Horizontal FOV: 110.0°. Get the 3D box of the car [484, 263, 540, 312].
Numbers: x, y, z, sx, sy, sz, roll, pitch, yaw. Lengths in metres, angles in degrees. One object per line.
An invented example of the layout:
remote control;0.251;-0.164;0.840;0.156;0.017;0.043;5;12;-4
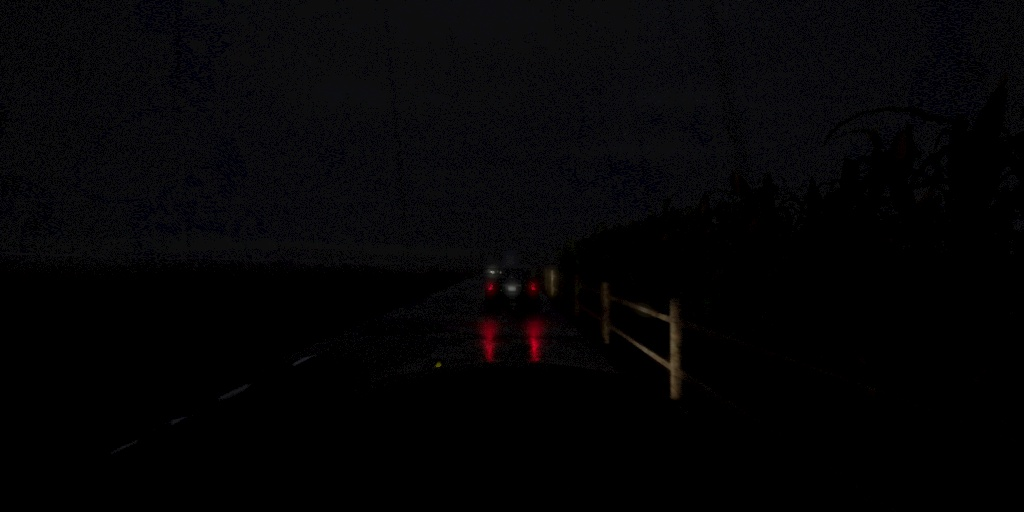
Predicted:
car;0.017;1.253;15.272;2.097;1.767;4.553;0;-1;0
